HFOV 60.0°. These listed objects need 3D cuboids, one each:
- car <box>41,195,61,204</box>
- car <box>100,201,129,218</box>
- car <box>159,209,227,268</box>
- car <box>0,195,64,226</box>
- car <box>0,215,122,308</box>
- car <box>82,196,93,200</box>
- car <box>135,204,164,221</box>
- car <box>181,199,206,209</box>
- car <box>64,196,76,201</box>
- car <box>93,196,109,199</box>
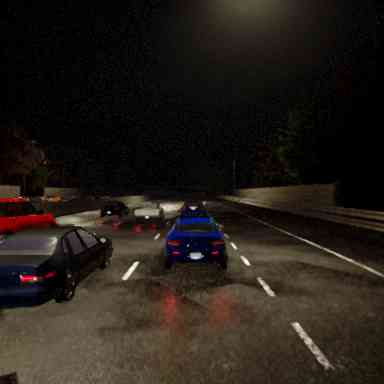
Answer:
[{"bbox_3d":[-28.010,1.413,66.133,2.097,1.767,4.553,0,0,0],"label":"car"},{"bbox_3d":[-6.905,1.542,29.965,1.812,1.442,4.674,0,0,0],"label":"car"},{"bbox_3d":[0.098,1.528,11.143,1.812,1.442,4.674,0,0,0],"label":"car"},{"bbox_3d":[-6.901,1.224,12.021,2.150,2.045,5.566,0,0,0],"label":"car"},{"bbox_3d":[-3.402,1.549,8.190,2.033,1.411,5.357,0,0,0],"label":"car"},{"bbox_3d":[-21.010,1.597,67.904,1.994,1.385,4.181,0,0,0],"label":"car"},{"bbox_3d":[-3.403,1.615,27.420,1.895,1.301,4.718,0,0,0],"label":"car"},{"bbox_3d":[0.095,1.367,28.647,2.097,1.767,4.553,0,0,0],"label":"car"},{"bbox_3d":[-24.510,1.582,66.104,2.128,1.511,4.902,0,0,0],"label":"car"},{"bbox_3d":[-17.511,1.581,66.153,2.128,1.511,4.902,0,0,0],"label":"car"}]
